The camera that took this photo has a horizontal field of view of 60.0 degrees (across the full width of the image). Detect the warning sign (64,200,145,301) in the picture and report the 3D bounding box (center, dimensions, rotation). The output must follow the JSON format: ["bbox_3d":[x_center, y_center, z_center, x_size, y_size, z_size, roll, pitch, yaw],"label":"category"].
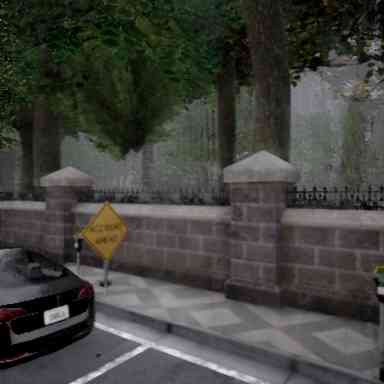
[{"bbox_3d":[-1.840,1.125,7.106,1.060,1.860,1.300,0,0,35],"label":"warning sign"}]

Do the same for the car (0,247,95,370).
[{"bbox_3d":[-3.387,1.576,5.378,4.313,1.339,1.947,0,0,35],"label":"car"}]
